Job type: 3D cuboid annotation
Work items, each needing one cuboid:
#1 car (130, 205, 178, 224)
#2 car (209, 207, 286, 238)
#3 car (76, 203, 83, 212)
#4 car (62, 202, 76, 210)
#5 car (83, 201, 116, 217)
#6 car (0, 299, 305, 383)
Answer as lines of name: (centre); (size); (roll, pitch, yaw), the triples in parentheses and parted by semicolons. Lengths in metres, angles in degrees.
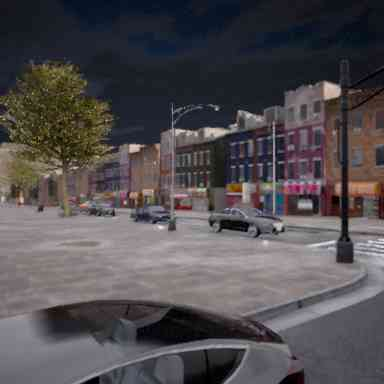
car: (-3.243, 1.796, 27.173); (2.033, 1.411, 5.357); (0, -1, -35)
car: (2.930, 1.606, 18.579); (2.128, 1.511, 4.902); (0, -1, -36)
car: (-14.663, 2.016, 48.113); (2.097, 1.767, 4.553); (0, -1, -36)
car: (-20.547, 2.373, 56.293); (2.128, 1.511, 4.902); (0, -1, -36)
car: (-9.975, 1.937, 36.552); (1.837, 1.490, 4.892); (0, -1, -36)
car: (-1.104, 1.566, 2.023); (4.313, 1.339, 1.947); (0, 0, -36)
